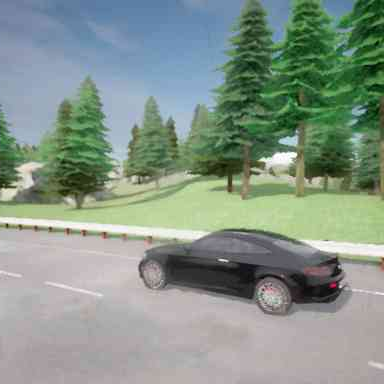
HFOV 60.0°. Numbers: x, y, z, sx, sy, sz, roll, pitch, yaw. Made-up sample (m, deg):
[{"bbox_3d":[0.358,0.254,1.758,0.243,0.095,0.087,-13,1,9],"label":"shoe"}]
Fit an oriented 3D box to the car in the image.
[{"bbox_3d":[0.897,1.543,7.499,4.674,1.442,1.812,0,0,34],"label":"car"}]
